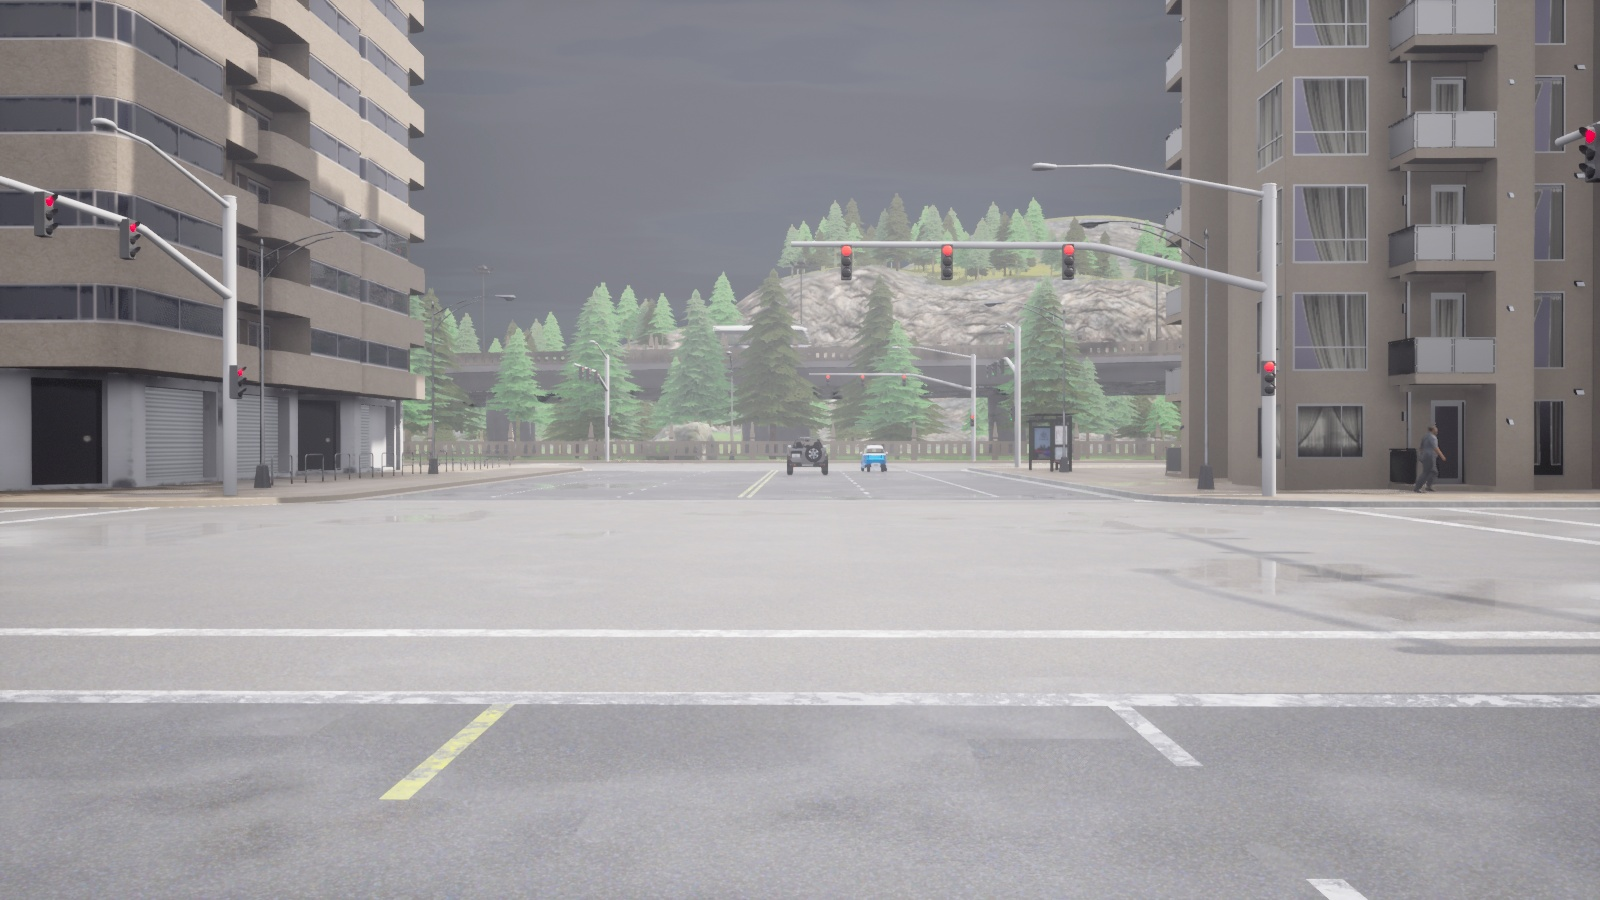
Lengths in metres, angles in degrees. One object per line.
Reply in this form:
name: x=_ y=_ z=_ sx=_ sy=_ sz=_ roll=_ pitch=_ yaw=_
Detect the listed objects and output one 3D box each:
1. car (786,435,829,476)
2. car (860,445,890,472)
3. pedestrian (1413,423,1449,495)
car: x=0.350 y=0.229 z=59.258 sx=1.932 sy=1.855 sz=4.605 roll=0 pitch=0 yaw=0
car: x=3.885 y=0.436 z=65.278 sx=1.481 sy=1.376 sz=2.207 roll=0 pitch=1 yaw=1
pedestrian: x=16.369 y=0.234 z=32.573 sx=0.694 sy=1.848 sz=0.540 roll=0 pitch=0 yaw=7
